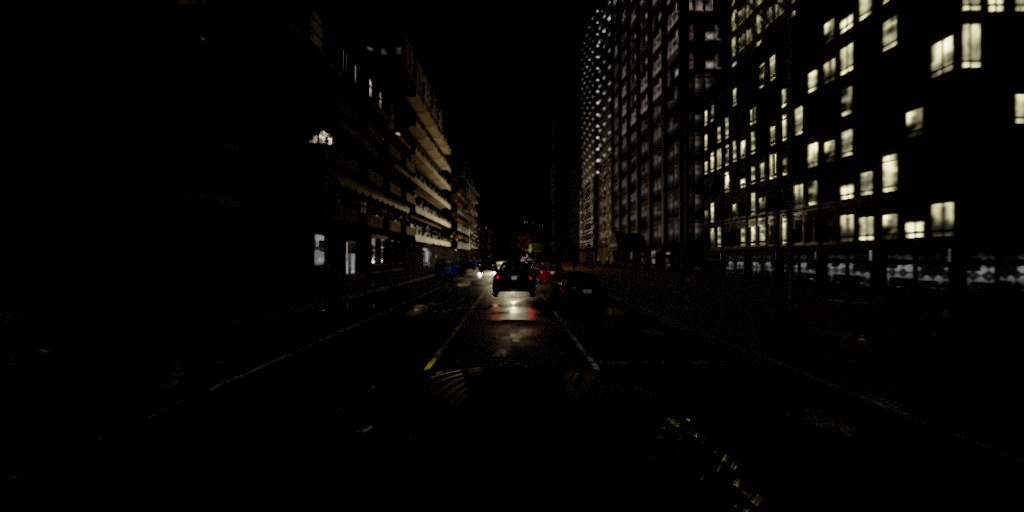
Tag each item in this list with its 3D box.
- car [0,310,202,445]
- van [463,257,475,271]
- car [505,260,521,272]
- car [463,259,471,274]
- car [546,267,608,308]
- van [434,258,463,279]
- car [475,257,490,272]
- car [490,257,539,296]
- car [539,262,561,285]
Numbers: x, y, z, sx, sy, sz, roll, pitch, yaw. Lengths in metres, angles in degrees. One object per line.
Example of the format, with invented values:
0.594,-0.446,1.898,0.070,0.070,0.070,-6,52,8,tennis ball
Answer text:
-5.690,1.313,3.831,1.948,1.339,4.313,0,0,0,car
-5.678,1.050,48.013,1.690,1.789,3.998,0,0,0,van
0.111,1.215,45.129,1.837,1.490,4.892,0,0,0,car
-5.681,1.261,36.968,1.888,1.381,4.507,0,0,0,car
2.694,1.299,14.874,1.948,1.339,4.313,0,0,0,car
-5.682,1.061,31.446,1.690,1.789,3.998,0,0,0,van
-2.996,1.061,44.797,2.097,1.767,4.553,0,0,0,car
0.104,1.082,19.296,2.097,1.767,4.553,0,0,0,car
2.697,1.164,25.919,1.967,1.591,4.097,0,0,0,car
